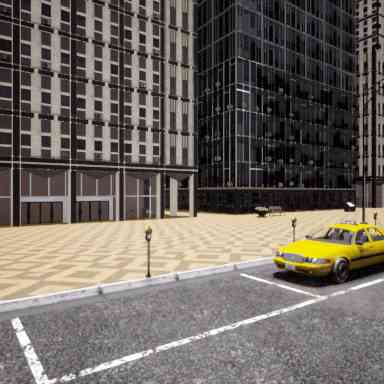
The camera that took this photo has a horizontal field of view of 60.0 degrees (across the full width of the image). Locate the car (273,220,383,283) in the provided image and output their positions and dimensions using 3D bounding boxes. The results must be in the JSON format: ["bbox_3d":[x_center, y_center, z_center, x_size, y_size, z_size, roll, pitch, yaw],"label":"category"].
[{"bbox_3d":[4.407,1.526,9.653,4.829,1.417,1.752,0,0,-35],"label":"car"}]
